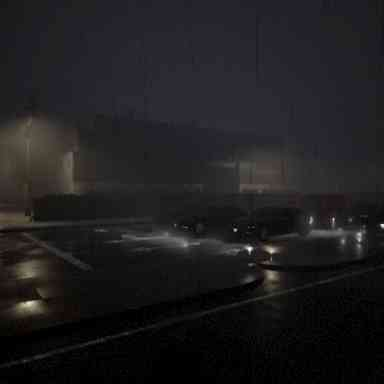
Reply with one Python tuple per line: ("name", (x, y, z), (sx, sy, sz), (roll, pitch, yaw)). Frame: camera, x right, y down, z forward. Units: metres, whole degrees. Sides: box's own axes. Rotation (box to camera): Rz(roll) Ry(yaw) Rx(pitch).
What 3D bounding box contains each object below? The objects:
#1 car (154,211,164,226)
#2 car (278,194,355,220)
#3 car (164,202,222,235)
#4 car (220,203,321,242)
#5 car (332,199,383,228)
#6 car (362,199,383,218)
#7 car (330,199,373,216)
("car", (-0.141, 1.461, 22.123), (5.008, 1.535, 1.882), (0, 0, -34))
("car", (9.159, 1.193, 24.234), (5.566, 2.045, 2.150), (0, 0, -35))
("car", (1.137, 1.489, 18.758), (4.892, 1.490, 1.837), (0, 0, -34))
("car", (3.970, 1.488, 16.464), (4.892, 1.490, 1.837), (0, 0, -34))
("car", (11.714, 1.462, 21.746), (4.902, 1.511, 2.128), (0, 0, -35))
("car", (17.662, 1.435, 30.129), (5.008, 1.535, 1.882), (0, 0, -35))
("car", (16.031, 1.482, 33.257), (4.674, 1.442, 1.812), (0, 0, -35))
